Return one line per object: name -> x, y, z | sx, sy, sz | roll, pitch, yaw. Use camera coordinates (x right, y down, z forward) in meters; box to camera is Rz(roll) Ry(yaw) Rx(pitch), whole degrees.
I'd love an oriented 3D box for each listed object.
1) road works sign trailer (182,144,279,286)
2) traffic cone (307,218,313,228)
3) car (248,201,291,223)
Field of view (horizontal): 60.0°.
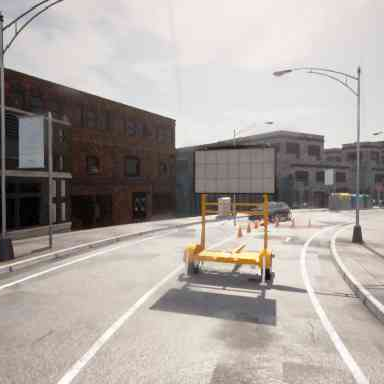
road works sign trailer -> 1.252, 0.462, 9.677 | 2.380, 3.560, 2.880 | 0, 0, 20
traffic cone -> 7.481, 1.982, 21.154 | 0.340, 0.580, 0.340 | 1, 0, 22
car -> 6.033, 1.494, 25.580 | 1.837, 1.490, 4.892 | 0, 0, 38
